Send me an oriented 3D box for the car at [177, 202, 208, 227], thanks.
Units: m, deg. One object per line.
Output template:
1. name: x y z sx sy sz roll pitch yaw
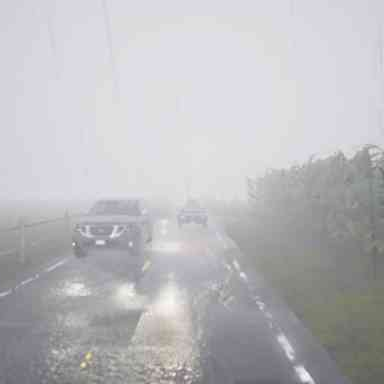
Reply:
1. car: 0.054 1.583 22.446 1.895 1.301 4.718 0 0 0

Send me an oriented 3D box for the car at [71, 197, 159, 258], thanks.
1. car: -2.812 1.215 13.043 2.150 2.045 5.566 0 0 1

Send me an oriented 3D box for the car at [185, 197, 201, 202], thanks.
1. car: 0.081 1.465 42.829 1.837 1.490 4.892 0 0 0

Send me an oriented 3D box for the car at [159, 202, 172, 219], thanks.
1. car: -2.800 1.540 28.794 1.994 1.385 4.181 0 0 1
